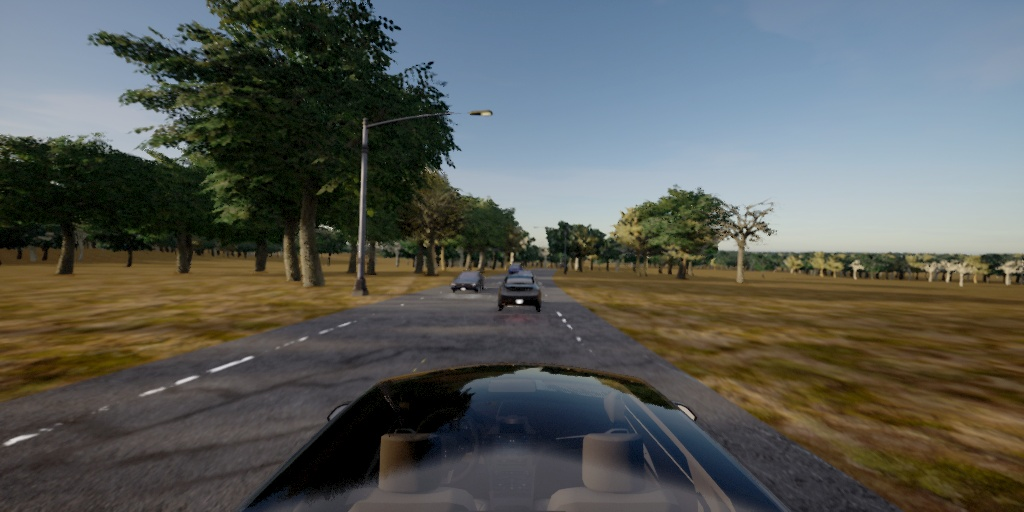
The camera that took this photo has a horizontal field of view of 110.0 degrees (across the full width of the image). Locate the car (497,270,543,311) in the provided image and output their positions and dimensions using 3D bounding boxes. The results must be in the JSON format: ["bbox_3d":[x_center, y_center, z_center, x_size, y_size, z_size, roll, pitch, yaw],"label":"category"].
[{"bbox_3d":[0.363,1.620,16.905,1.837,1.490,4.892,0,-1,2],"label":"car"}]

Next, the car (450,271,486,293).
[{"bbox_3d":[-2.993,1.806,25.674,2.033,1.411,5.357,1,-1,3],"label":"car"}]

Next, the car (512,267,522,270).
[{"bbox_3d":[1.333,2.147,36.083,2.033,1.411,5.357,1,-1,4],"label":"car"}]
